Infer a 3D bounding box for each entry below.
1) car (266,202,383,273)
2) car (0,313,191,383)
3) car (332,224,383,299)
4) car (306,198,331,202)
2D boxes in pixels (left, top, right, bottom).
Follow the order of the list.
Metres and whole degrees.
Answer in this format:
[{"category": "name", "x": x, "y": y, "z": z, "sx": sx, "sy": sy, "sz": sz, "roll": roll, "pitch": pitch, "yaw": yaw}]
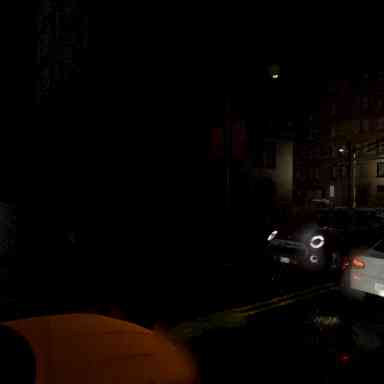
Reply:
[{"category": "car", "x": 4.514, "y": 1.355, "z": 10.796, "sx": 4.553, "sy": 1.767, "sz": 2.097, "roll": 0, "pitch": 0, "yaw": -34}, {"category": "car", "x": -2.264, "y": 1.477, "z": 1.828, "sx": 5.008, "sy": 1.535, "sz": 1.882, "roll": 0, "pitch": 0, "yaw": -35}, {"category": "car", "x": 5.238, "y": 1.529, "z": 7.173, "sx": 4.674, "sy": 1.442, "sz": 1.812, "roll": 0, "pitch": 0, "yaw": -35}, {"category": "car", "x": 17.171, "y": 1.560, "z": 45.344, "sx": 1.994, "sy": 1.385, "sz": 4.181, "roll": 1, "pitch": 0, "yaw": -36}]
